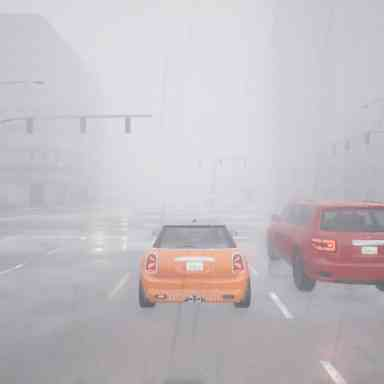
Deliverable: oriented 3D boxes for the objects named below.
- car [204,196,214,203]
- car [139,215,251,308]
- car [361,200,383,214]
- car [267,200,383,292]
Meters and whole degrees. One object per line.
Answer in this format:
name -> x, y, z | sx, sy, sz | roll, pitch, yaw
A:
car -> 3.615, 1.525, 71.071 | 1.812, 1.442, 4.674 | 0, 0, 0
car -> 0.066, 1.352, 8.082 | 2.097, 1.767, 4.553 | 0, 0, 1
car -> 20.493, 1.564, 35.263 | 4.181, 1.385, 1.994 | 0, 0, 1
car -> 3.544, 1.221, 9.106 | 2.150, 2.045, 5.566 | 0, 0, 2
